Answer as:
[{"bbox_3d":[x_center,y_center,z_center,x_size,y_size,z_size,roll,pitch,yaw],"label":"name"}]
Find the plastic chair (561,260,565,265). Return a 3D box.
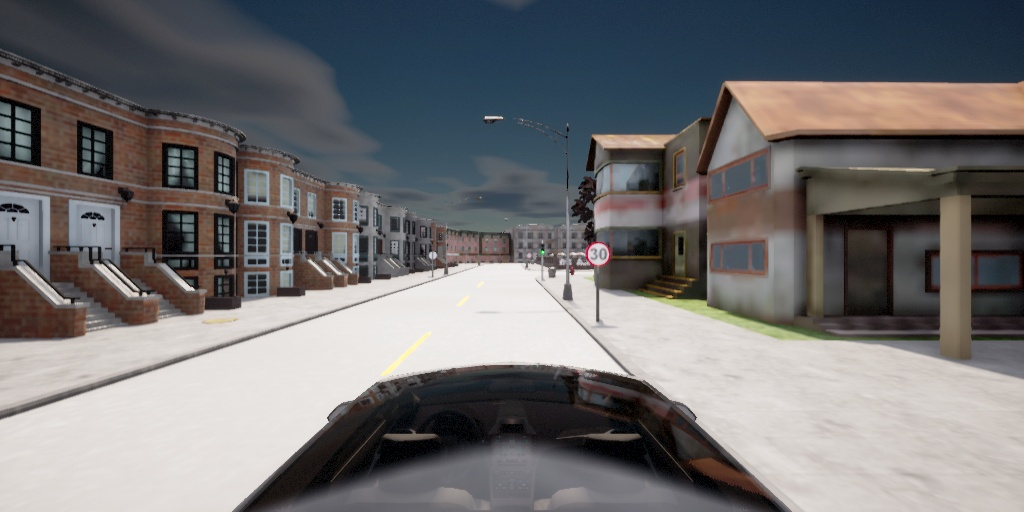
[{"bbox_3d":[8.592,1.269,55.894,0.730,1.272,0.750,0,0,-40],"label":"plastic chair"}]

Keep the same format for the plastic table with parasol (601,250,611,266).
[{"bbox_3d":[15.293,0.673,53.150,2.482,2.480,2.482,0,0,-40],"label":"plastic table with parasol"}]

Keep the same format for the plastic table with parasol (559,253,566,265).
[{"bbox_3d":[9.622,0.669,56.638,2.482,2.480,2.482,0,0,-40],"label":"plastic table with parasol"}]

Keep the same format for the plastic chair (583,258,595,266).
[{"bbox_3d":[10.966,1.308,51.175,0.750,1.272,0.730,0,0,-35],"label":"plastic chair"}]

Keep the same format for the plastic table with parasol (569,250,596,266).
[{"bbox_3d":[10.064,0.704,52.149,2.482,2.480,2.482,0,0,-40],"label":"plastic table with parasol"}]

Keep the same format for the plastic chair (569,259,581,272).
[{"bbox_3d":[9.033,1.308,51.404,0.730,1.272,0.750,0,0,-40],"label":"plastic chair"}]

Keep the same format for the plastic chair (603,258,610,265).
[{"bbox_3d":[14.263,1.289,52.406,0.730,1.272,0.750,0,0,-40],"label":"plastic chair"}]
